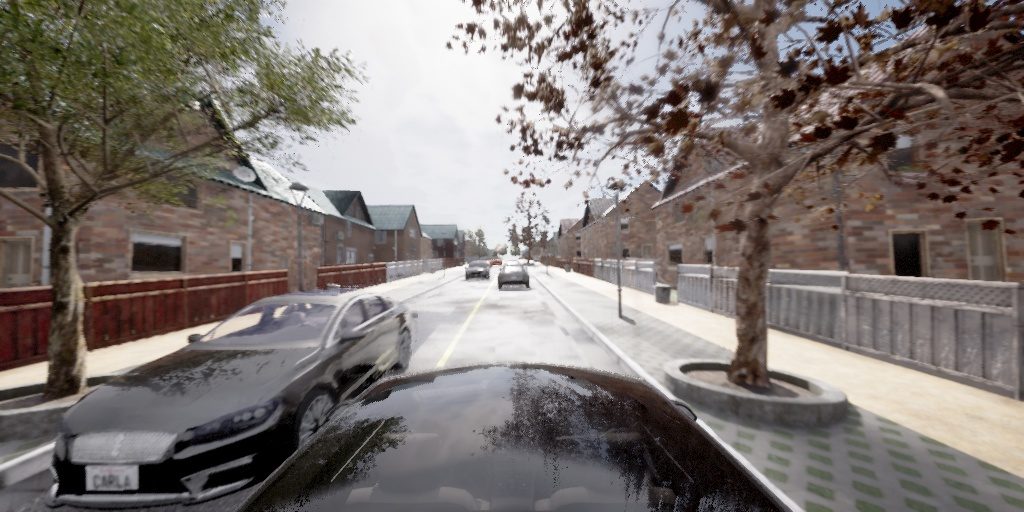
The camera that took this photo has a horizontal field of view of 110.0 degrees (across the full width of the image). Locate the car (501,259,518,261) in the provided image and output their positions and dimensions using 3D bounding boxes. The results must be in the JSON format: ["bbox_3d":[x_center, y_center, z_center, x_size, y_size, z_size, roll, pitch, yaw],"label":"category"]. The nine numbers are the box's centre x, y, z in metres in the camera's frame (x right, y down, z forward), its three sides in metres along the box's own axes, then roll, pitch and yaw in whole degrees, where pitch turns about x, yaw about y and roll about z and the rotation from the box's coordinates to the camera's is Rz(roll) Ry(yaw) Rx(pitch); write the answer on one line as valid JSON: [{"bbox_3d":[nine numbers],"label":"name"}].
[{"bbox_3d":[0.085,1.146,38.548,1.994,1.385,4.181,-1,0,0],"label":"car"}]

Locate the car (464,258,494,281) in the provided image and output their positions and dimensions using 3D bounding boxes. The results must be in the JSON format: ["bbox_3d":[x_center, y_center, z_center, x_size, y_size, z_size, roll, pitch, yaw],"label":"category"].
[{"bbox_3d":[-2.741,1.174,29.444,1.837,1.490,4.892,-1,0,0],"label":"car"}]

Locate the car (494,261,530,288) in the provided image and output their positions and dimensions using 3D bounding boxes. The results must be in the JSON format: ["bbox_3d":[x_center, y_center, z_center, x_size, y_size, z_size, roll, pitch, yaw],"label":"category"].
[{"bbox_3d":[0.104,1.215,23.020,1.994,1.385,4.181,-1,0,0],"label":"car"}]

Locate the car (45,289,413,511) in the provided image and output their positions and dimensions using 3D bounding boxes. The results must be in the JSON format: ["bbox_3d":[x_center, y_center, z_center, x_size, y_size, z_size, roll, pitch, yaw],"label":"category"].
[{"bbox_3d":[-2.798,1.274,4.950,2.128,1.511,4.902,-1,0,0],"label":"car"}]
